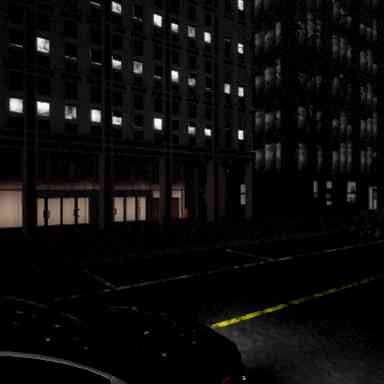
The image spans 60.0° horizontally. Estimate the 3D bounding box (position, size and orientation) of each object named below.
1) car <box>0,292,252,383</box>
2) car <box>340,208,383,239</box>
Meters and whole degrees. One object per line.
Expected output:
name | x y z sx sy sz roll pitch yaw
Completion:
car | -1.704 1.505 2.218 4.892 1.490 1.837 0 0 -36
car | 9.370 1.545 17.110 4.403 1.369 2.008 0 0 -36
